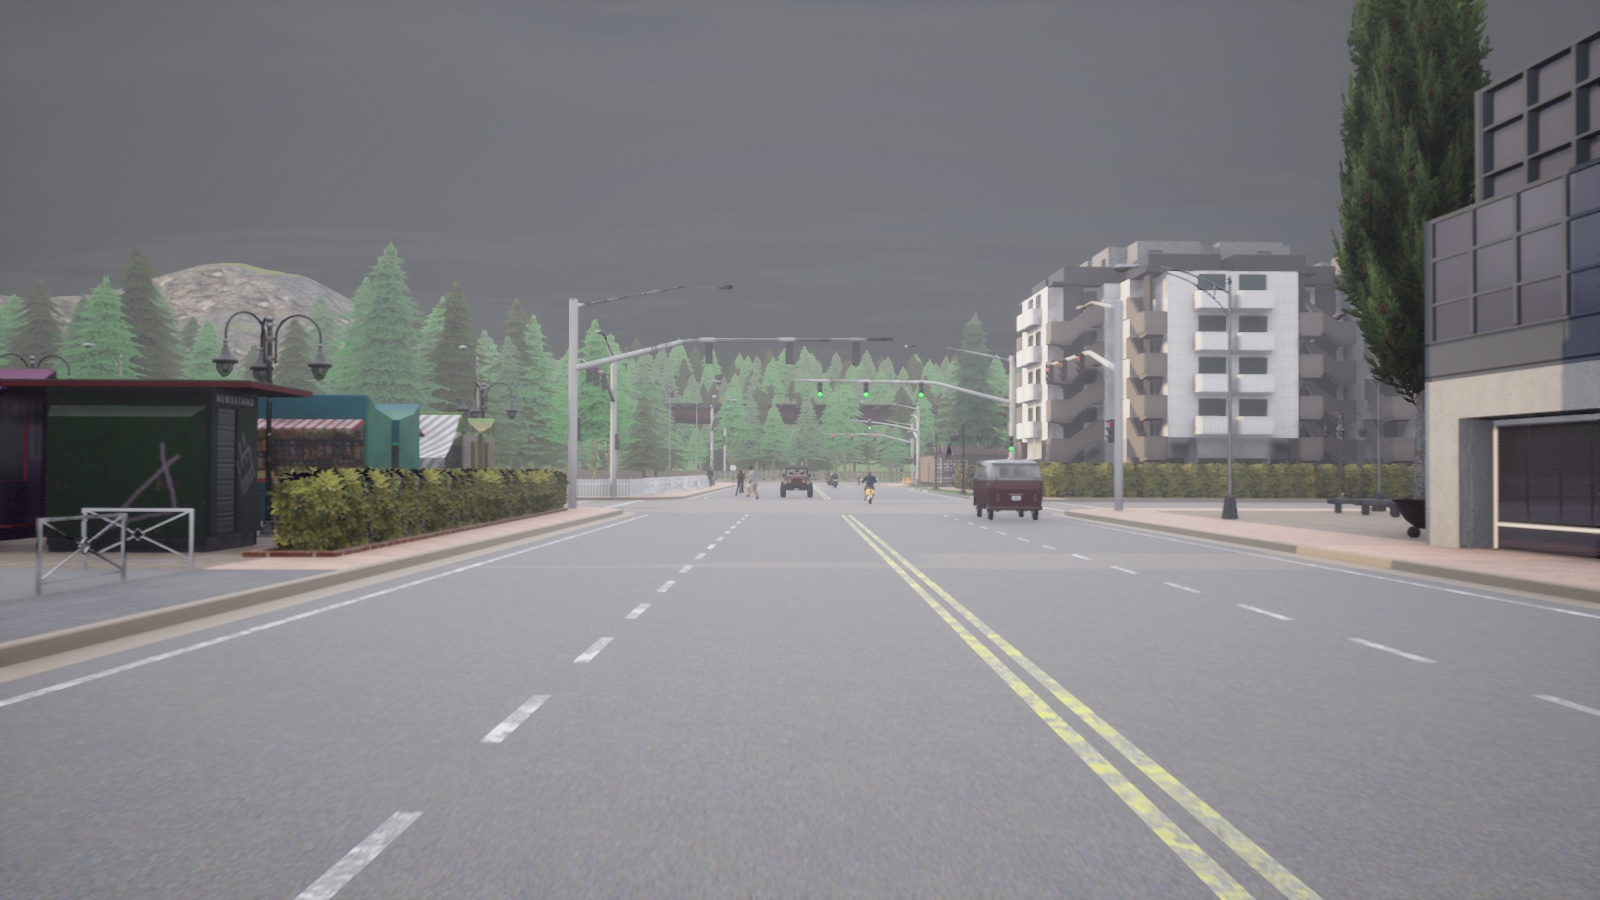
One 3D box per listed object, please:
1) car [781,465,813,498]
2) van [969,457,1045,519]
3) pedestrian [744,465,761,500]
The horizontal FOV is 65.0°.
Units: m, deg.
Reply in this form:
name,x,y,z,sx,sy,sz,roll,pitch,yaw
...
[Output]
name,x,y,z,sx,sy,sz,roll,pitch,yaw
car,-0.184,1.869,75.156,1.905,1.878,3.866,0,-1,0
van,6.896,1.247,42.215,1.775,1.987,4.442,0,-1,0
pedestrian,-2.547,1.746,67.435,0.900,1.855,0.874,0,-1,1
